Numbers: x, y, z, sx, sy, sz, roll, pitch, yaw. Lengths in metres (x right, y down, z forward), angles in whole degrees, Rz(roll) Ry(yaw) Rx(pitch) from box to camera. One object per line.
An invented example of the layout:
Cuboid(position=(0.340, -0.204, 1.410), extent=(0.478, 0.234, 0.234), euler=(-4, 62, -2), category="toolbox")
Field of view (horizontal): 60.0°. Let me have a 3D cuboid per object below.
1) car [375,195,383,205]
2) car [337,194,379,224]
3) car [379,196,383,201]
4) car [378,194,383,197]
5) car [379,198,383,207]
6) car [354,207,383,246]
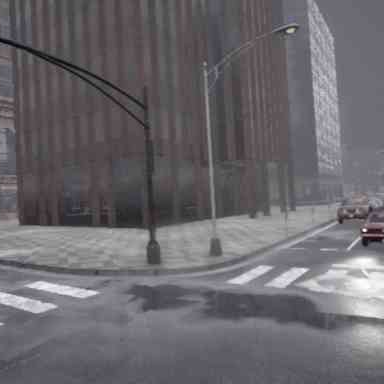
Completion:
Cuboid(position=(30.066, 1.212, 52.050), extent=(2.008, 1.369, 4.403), euler=(-4, -2, 33), category="car")
Cuboid(position=(12.195, 1.277, 24.753), extent=(2.192, 1.841, 5.009), euler=(-4, -2, 33), category="car")
Cuboid(position=(18.163, 1.443, 33.847), extent=(1.802, 1.307, 4.206), euler=(-4, -2, 33), category="car")
Cuboid(position=(21.043, 1.337, 38.257), extent=(1.752, 1.417, 4.829), euler=(-4, -2, 33), category="car")
Cuboid(position=(16.407, 1.314, 26.303), extent=(2.033, 1.411, 5.357), euler=(-4, -2, 33), category="car")
Cuboid(position=(8.551, 1.504, 14.359), extent=(1.895, 1.301, 4.718), euler=(-4, -2, 34), category="car")
